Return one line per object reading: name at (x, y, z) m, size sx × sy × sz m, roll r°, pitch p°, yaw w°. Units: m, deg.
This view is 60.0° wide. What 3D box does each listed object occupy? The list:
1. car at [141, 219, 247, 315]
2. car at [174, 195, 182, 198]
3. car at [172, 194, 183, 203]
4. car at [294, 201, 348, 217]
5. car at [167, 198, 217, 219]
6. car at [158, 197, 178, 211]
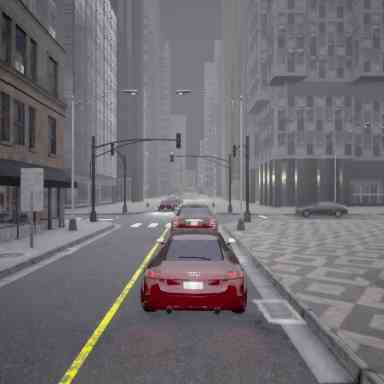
car at (0.083, 1.565, 7.686) m, size 1.994 × 1.385 × 4.181 m, roll 0°, pitch 0°, yaw 2°
car at (-3.096, 1.581, 50.965) m, size 2.033 × 1.411 × 5.357 m, roll 0°, pitch 0°, yaw 0°
car at (-3.005, 1.414, 70.963) m, size 2.097 × 1.767 × 4.553 m, roll 0°, pitch 0°, yaw 0°
car at (11.740, 1.543, 30.358) m, size 4.674 × 1.442 × 1.812 m, roll 0°, pitch 0°, yaw 1°
car at (0.150, 1.356, 16.307) m, size 2.097 × 1.767 × 4.553 m, roll 0°, pitch 0°, yaw 2°
car at (-3.098, 1.624, 41.313) m, size 1.895 × 1.301 × 4.718 m, roll 0°, pitch 0°, yaw 0°
